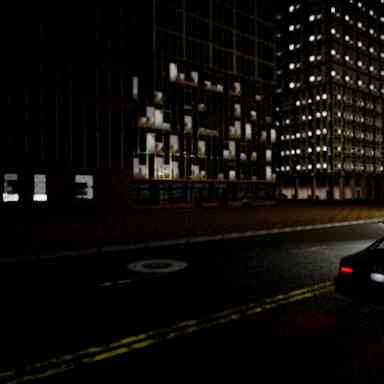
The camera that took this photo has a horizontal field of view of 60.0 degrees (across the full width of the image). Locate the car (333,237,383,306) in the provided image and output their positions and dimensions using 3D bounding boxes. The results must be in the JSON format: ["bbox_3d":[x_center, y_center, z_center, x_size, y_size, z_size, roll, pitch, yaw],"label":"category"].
[{"bbox_3d":[5.268,1.518,7.200,5.357,1.411,2.033,0,0,-35],"label":"car"}]
